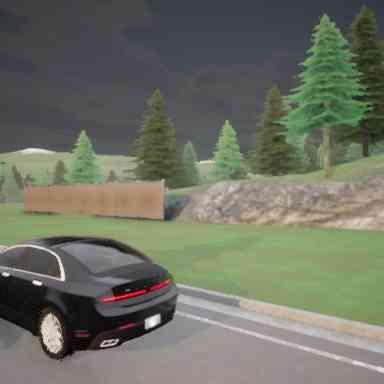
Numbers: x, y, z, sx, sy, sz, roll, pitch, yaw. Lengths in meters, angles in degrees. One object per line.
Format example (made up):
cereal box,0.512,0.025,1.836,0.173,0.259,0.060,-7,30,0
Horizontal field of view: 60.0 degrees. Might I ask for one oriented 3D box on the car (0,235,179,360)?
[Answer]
car,-2.465,1.559,6.087,4.892,1.490,1.837,0,0,37
